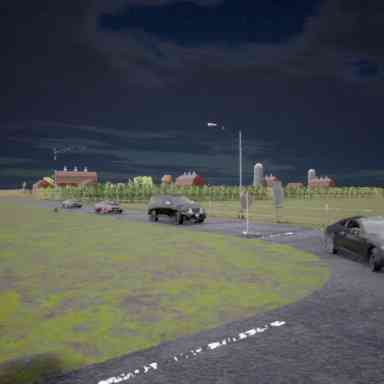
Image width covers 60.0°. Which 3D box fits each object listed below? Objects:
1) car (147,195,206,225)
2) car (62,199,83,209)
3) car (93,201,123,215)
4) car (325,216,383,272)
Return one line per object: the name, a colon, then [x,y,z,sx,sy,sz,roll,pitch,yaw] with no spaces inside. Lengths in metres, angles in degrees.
car: [-1.282,1.268,24.794,2.150,2.045,5.566,-1,0,-36]
car: [-16.779,1.650,46.400,1.994,1.385,4.181,-1,0,-35]
car: [-8.912,1.626,35.248,1.994,1.385,4.181,-1,0,-36]
car: [5.985,1.542,10.947,1.812,1.442,4.674,0,-1,-1]
